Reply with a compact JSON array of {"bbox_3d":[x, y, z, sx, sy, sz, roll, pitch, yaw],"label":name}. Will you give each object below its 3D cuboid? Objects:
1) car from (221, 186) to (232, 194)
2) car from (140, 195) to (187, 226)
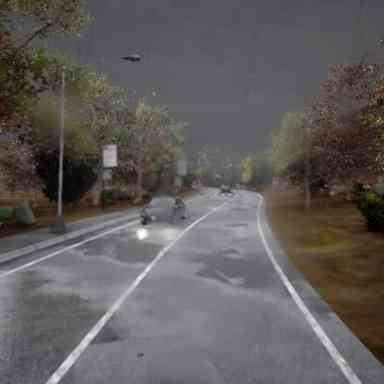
[{"bbox_3d":[6.239,-0.424,60.558,2.033,1.411,5.357,0,2,6],"label":"car"},{"bbox_3d":[-1.527,0.999,19.215,1.837,1.490,4.892,0,2,10],"label":"car"}]
